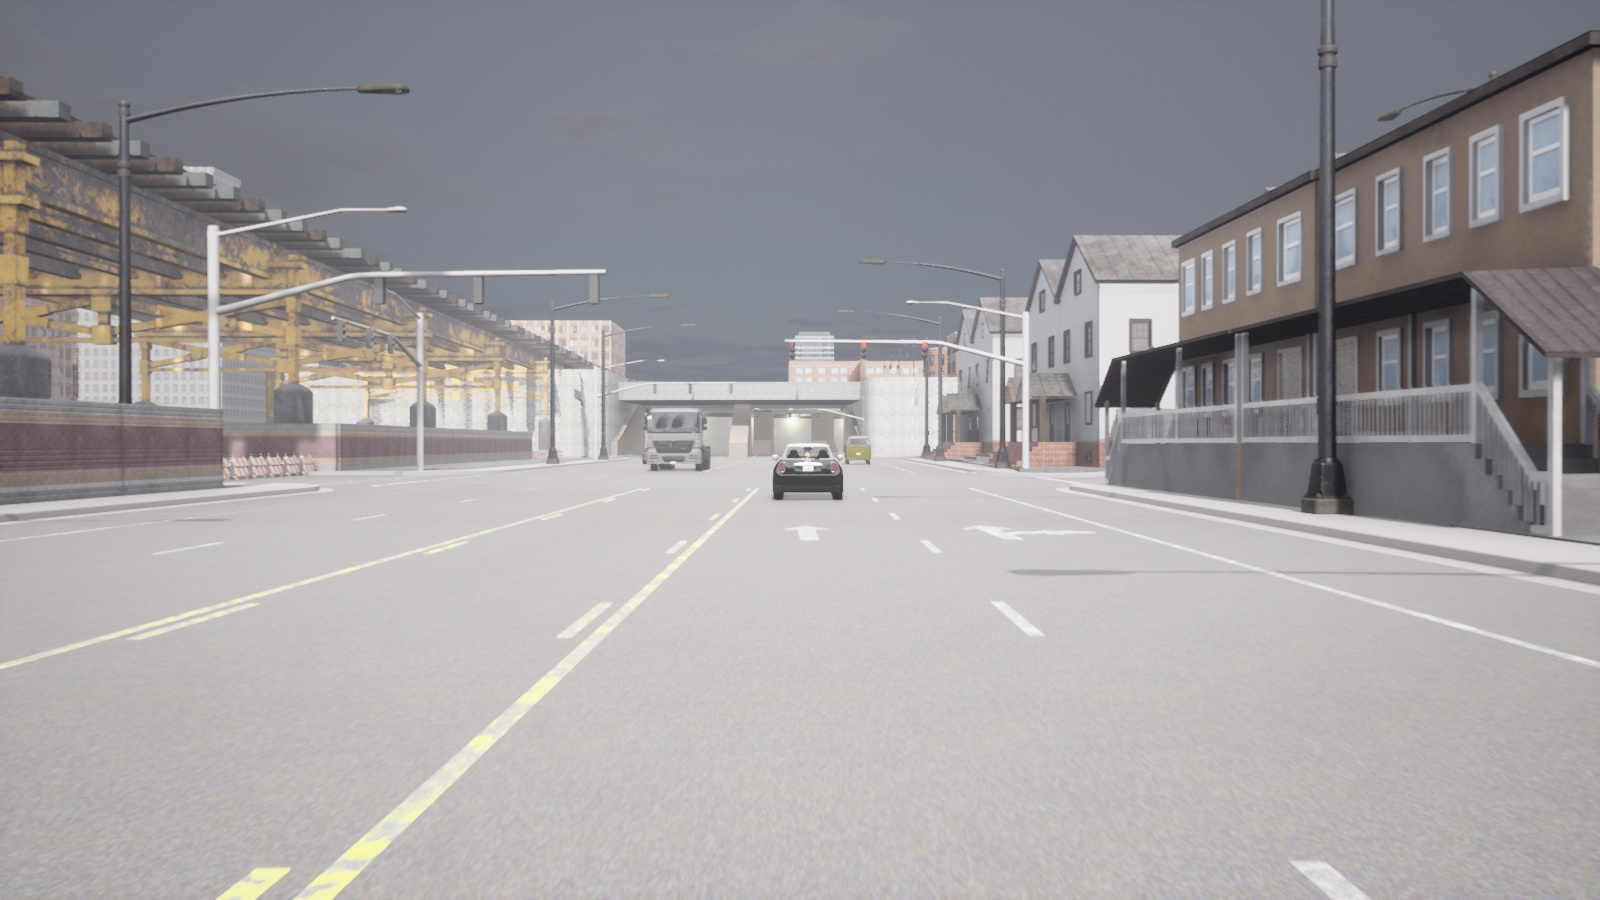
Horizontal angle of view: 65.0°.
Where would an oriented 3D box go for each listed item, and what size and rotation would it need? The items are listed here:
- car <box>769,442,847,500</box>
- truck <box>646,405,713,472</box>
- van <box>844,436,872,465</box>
[{"bbox_3d":[0.212,0.520,34.025,1.970,1.475,3.806,0,0,0],"label":"car"},{"bbox_3d":[-6.578,-0.632,69.442,2.891,3.462,7.936,0,0,0],"label":"truck"},{"bbox_3d":[4.026,0.006,88.138,1.775,1.987,4.442,0,0,0],"label":"van"}]
